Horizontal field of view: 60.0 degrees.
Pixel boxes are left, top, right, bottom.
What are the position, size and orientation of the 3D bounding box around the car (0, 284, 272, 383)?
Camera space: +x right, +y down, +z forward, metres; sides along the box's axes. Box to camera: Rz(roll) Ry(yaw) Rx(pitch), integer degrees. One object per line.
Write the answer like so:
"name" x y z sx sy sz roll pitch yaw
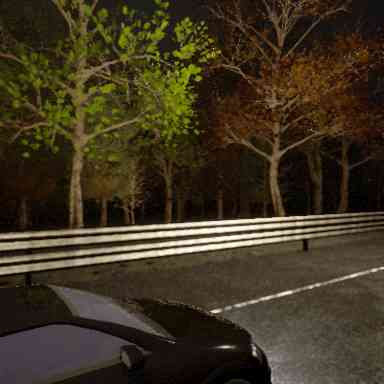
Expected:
"car" -1.261 1.568 2.856 4.181 1.385 1.994 0 0 -35
